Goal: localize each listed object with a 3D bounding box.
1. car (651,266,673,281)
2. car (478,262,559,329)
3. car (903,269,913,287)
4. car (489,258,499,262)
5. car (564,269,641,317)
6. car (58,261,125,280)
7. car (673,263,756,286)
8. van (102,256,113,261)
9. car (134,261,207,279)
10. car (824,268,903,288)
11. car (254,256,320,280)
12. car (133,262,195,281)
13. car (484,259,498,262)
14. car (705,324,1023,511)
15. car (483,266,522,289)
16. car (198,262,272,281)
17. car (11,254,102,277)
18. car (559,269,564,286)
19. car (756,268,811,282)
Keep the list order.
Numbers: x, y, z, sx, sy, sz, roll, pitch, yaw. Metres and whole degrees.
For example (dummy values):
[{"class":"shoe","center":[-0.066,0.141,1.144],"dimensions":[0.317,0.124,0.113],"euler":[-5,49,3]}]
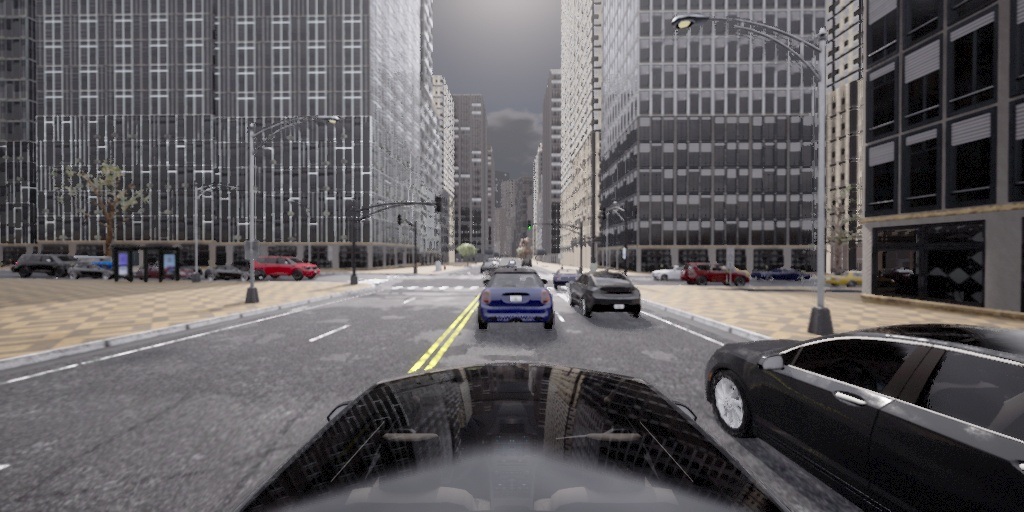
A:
[{"class":"car","center":[15.901,1.655,34.650],"dimensions":[4.674,1.442,1.812],"euler":[0,0,-1]},{"class":"car","center":[0.103,1.177,11.657],"dimensions":[2.097,1.767,4.553],"euler":[0,-1,0]},{"class":"car","center":[33.118,1.906,28.568],"dimensions":[4.207,1.307,1.802],"euler":[0,0,1]},{"class":"car","center":[-3.316,1.403,59.731],"dimensions":[2.150,2.045,5.566],"euler":[0,0,0]},{"class":"car","center":[3.352,1.347,13.634],"dimensions":[1.837,1.490,4.892],"euler":[0,0,0]},{"class":"car","center":[-34.090,1.300,29.713],"dimensions":[4.313,1.339,1.948],"euler":[0,0,1]},{"class":"car","center":[16.199,1.493,28.864],"dimensions":[5.009,1.841,2.192],"euler":[0,0,1]},{"class":"van","center":[-45.279,0.907,38.378],"dimensions":[3.998,1.789,1.690],"euler":[0,0,1]},{"class":"car","center":[-30.634,1.249,32.278],"dimensions":[4.892,1.490,1.837],"euler":[1,0,1]},{"class":"car","center":[27.648,1.801,28.664],"dimensions":[4.829,1.417,1.751],"euler":[0,0,1]},{"class":"car","center":[-20.274,1.059,32.064],"dimensions":[5.566,2.045,2.150],"euler":[0,0,1]},{"class":"car","center":[-28.409,1.368,29.538],"dimensions":[4.207,1.307,1.802],"euler":[0,0,1]},{"class":"car","center":[-3.332,1.589,49.780],"dimensions":[1.882,1.535,5.008],"euler":[0,0,0]},{"class":"car","center":[3.346,1.261,2.576],"dimensions":[1.837,1.490,4.892],"euler":[0,-1,0]},{"class":"car","center":[-0.817,1.510,26.514],"dimensions":[1.837,1.490,4.892],"euler":[2,-2,-15]},{"class":"car","center":[-22.725,1.402,29.403],"dimensions":[4.313,1.339,1.948],"euler":[0,0,1]},{"class":"car","center":[-41.371,0.870,32.510],"dimensions":[5.566,2.045,2.150],"euler":[1,0,2]},{"class":"car","center":[3.925,1.572,25.080],"dimensions":[1.895,1.301,4.718],"euler":[-1,-2,9]},{"class":"car","center":[25.706,1.815,34.482],"dimensions":[4.718,1.301,1.895],"euler":[1,0,1]}]
